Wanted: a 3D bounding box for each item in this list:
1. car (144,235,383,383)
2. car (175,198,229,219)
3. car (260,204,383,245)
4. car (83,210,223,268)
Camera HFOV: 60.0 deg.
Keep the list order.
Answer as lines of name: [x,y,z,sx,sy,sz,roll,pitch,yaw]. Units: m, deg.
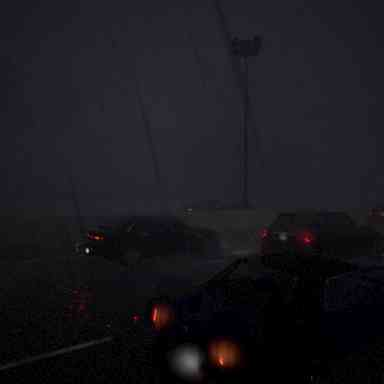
car: [1.790,1.620,5.029,4.718,1.301,1.895,0,0,-35]
car: [0.935,1.433,30.459,4.553,1.767,2.097,0,0,-35]
car: [4.472,1.396,11.242,4.553,1.767,2.097,0,0,-35]
car: [-1.202,1.529,11.495,4.892,1.490,1.837,0,0,-35]
